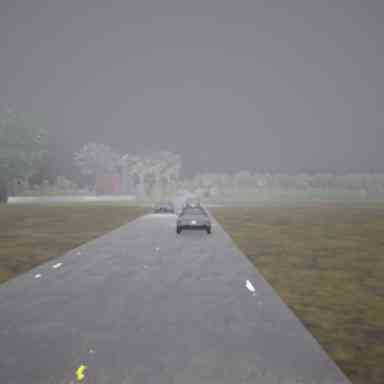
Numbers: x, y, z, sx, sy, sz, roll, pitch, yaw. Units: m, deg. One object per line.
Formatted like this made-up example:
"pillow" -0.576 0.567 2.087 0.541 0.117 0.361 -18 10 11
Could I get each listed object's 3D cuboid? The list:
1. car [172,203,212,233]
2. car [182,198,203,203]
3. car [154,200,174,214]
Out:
"car" 0.097 1.567 19.565 1.994 1.385 4.181 0 0 0
"car" 0.097 1.354 33.828 2.097 1.767 4.553 0 0 0
"car" -2.832 1.564 34.741 1.994 1.385 4.181 0 0 0
